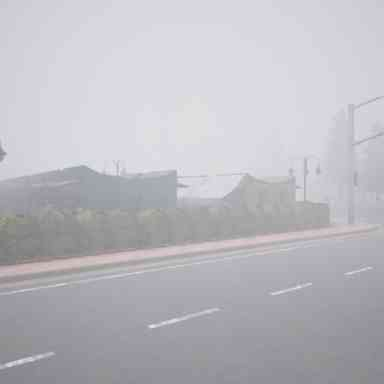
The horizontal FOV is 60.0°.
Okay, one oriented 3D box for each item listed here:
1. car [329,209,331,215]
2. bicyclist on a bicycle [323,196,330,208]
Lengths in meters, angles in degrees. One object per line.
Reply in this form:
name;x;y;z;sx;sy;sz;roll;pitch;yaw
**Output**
car;10.021;1.547;30.817;2.033;1.411;5.357;0;0;-37
bicyclist on a bicycle;17.953;1.302;44.314;1.656;1.620;0.582;0;0;-37
